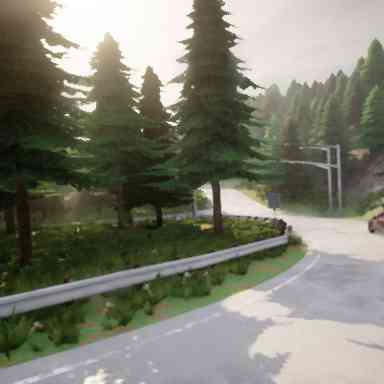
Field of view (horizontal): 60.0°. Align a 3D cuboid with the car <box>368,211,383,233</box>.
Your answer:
[{"bbox_3d":[11.632,1.756,19.047,1.812,1.442,4.674,-3,-2,11],"label":"car"}]
